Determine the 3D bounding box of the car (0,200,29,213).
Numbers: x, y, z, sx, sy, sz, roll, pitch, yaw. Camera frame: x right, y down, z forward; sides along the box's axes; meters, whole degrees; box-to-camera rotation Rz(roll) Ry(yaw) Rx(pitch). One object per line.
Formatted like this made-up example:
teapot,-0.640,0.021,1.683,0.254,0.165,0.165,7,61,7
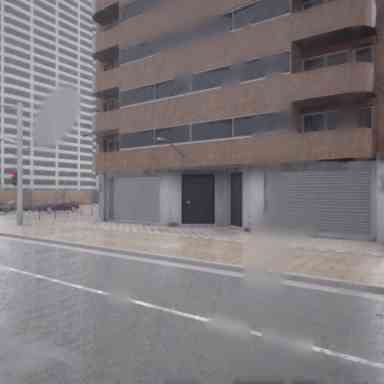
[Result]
car,-19.538,1.544,37.414,2.033,1.411,5.357,0,0,35

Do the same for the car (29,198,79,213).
car,-15.167,1.474,37.575,1.882,1.535,5.008,0,0,35
